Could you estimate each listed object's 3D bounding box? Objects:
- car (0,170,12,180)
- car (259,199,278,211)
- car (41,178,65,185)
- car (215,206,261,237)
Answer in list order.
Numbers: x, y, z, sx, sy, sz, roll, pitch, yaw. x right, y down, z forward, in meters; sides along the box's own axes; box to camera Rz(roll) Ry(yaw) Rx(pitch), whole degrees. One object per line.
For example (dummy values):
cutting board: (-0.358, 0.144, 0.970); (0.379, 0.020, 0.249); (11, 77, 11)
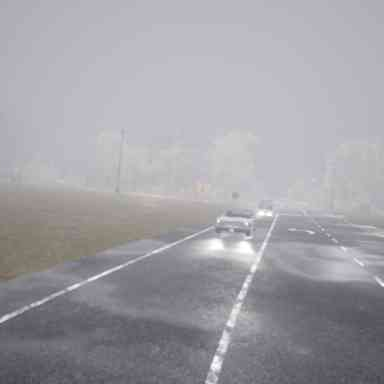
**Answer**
car: (-40.415, -3.725, 71.278); (5.566, 2.045, 2.150); (5, 1, 16)
car: (10.394, 1.791, 46.529); (2.128, 1.511, 4.902); (5, 2, 16)
car: (-28.458, -2.182, 67.920); (4.718, 1.301, 1.895); (5, 1, 16)
car: (2.630, 1.663, 19.072); (1.895, 1.301, 4.718); (4, 0, 16)
